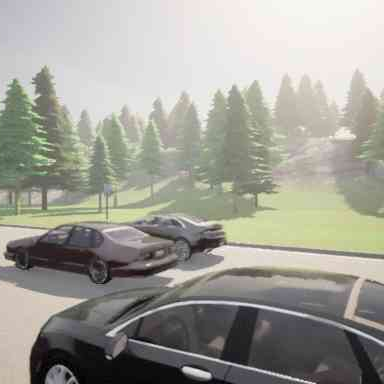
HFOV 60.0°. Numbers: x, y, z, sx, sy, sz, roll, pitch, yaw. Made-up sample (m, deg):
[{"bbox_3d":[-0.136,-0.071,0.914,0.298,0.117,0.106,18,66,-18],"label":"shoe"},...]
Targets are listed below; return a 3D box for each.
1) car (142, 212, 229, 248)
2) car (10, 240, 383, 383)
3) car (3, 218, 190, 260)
[{"bbox_3d":[-1.068,1.493,12.206,4.902,1.511,2.128,0,0,31],"label":"car"},{"bbox_3d":[0.527,1.503,3.090,4.892,1.490,1.837,-1,0,31],"label":"car"},{"bbox_3d":[-2.964,1.547,9.410,5.357,1.411,2.033,0,0,30],"label":"car"}]
